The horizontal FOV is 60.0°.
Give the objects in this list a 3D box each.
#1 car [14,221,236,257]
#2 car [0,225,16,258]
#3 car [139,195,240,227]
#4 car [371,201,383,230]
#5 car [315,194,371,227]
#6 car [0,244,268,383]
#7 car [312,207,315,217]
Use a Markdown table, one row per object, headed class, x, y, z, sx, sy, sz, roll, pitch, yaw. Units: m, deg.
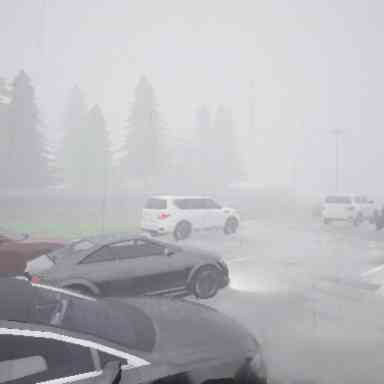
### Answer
| class | x | y | z | sx | sy | sz | roll | pitch | yaw |
| --- | --- | --- | --- | --- | --- | --- | --- | --- | --- |
| car | -1.268 | 1.553 | 7.025 | 4.181 | 1.385 | 1.994 | 0 | 0 | -32 |
| car | -5.544 | 1.477 | 8.409 | 5.008 | 1.535 | 1.882 | 0 | 0 | -28 |
| car | 0.021 | 1.188 | 16.673 | 5.566 | 2.045 | 2.150 | 0 | 1 | -43 |
| car | 12.396 | 1.275 | 19.294 | 2.097 | 1.767 | 4.553 | 0 | 0 | 45 |
| car | 10.729 | 1.146 | 22.527 | 2.150 | 2.045 | 5.566 | 0 | 0 | 44 |
| car | -1.600 | 1.490 | 2.553 | 4.902 | 1.511 | 2.128 | 0 | 0 | -29 |
| car | 12.165 | 1.469 | 29.095 | 1.994 | 1.385 | 4.181 | 0 | 0 | 44 |
